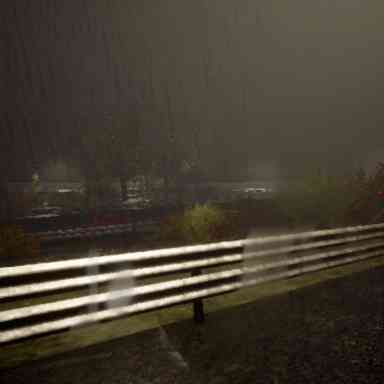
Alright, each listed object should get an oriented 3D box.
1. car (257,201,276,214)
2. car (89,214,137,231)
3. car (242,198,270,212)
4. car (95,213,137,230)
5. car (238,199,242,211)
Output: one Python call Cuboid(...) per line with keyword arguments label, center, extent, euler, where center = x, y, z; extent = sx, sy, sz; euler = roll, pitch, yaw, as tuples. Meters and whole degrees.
Cuboid(label="car", center=(12.182, 2.448, 47.134), extent=(4.674, 1.442, 1.812), euler=(-4, 2, -20))
Cuboid(label="car", center=(-9.354, 3.666, 39.399), extent=(5.566, 2.045, 2.150), euler=(-4, 2, -20))
Cuboid(label="car", center=(10.927, 2.096, 50.400), extent=(5.566, 2.045, 2.150), euler=(-4, 2, -20))
Cuboid(label="car", center=(-9.803, 3.819, 42.959), extent=(5.008, 1.535, 1.882), euler=(-4, 2, -20))
Cuboid(label="car", center=(9.694, 2.047, 53.676), extent=(5.566, 2.045, 2.150), euler=(-4, 2, -20))
